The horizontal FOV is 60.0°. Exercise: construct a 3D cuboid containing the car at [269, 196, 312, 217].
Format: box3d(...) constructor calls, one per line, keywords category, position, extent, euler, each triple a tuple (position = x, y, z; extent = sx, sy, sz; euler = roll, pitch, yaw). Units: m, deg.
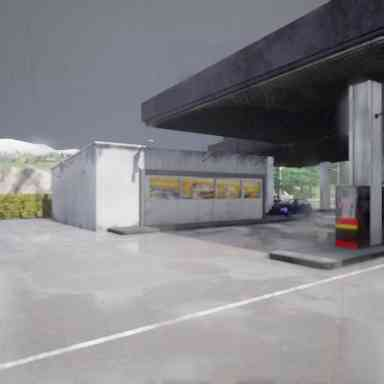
box3d(category="car", position=(9.393, 1.494, 31.713), extent=(4.611, 1.667, 2.242), euler=(0, 0, -36))
